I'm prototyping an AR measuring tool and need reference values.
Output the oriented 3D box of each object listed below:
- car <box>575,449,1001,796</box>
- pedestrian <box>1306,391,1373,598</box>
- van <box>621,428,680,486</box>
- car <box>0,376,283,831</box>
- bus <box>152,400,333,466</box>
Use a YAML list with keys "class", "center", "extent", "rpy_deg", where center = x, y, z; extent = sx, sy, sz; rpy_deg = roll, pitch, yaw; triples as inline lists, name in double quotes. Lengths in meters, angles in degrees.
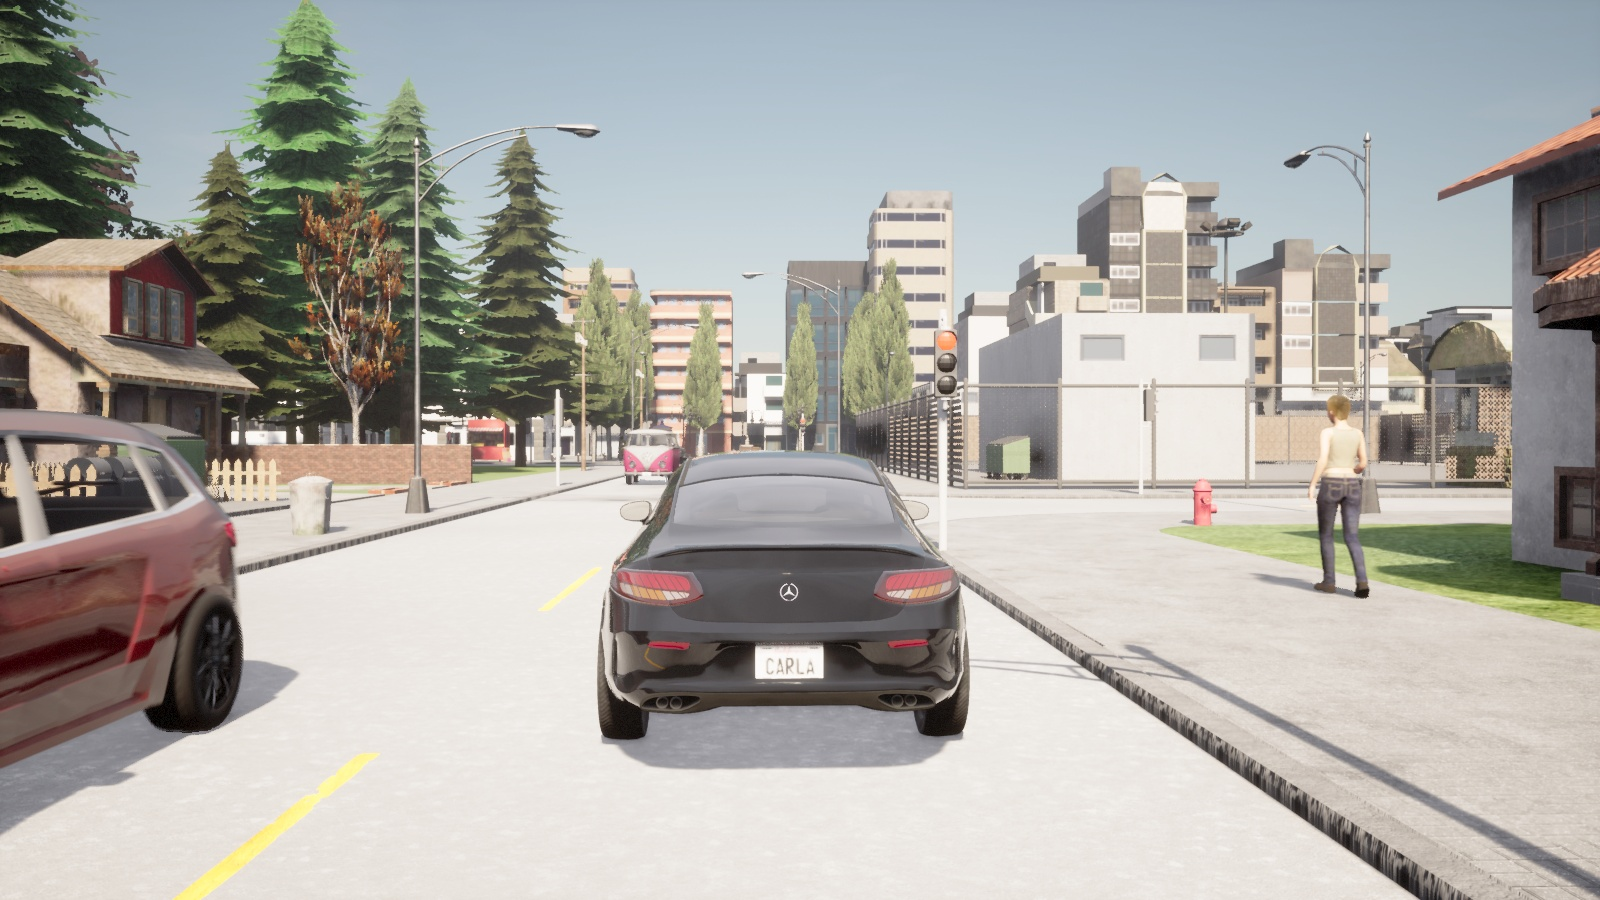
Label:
- class: "car"
  center: [-0.142, 0.729, 7.674]
  extent: [1.812, 1.442, 4.674]
  rpy_deg: [0, 0, -2]
- class: "pedestrian"
  center: [4.928, 0.395, 11.490]
  extent: [0.345, 1.836, 0.594]
  rpy_deg: [0, 0, -2]
- class: "van"
  center: [-5.411, 0.237, 45.896]
  extent: [1.775, 1.987, 4.442]
  rpy_deg: [0, 0, -2]
- class: "car"
  center: [-4.063, 0.559, 4.992]
  extent: [2.242, 1.667, 4.611]
  rpy_deg: [0, 0, -2]
- class: "bus"
  center: [-36.825, -1.130, 83.327]
  extent: [10.273, 4.253, 3.944]
  rpy_deg: [0, 0, -2]
